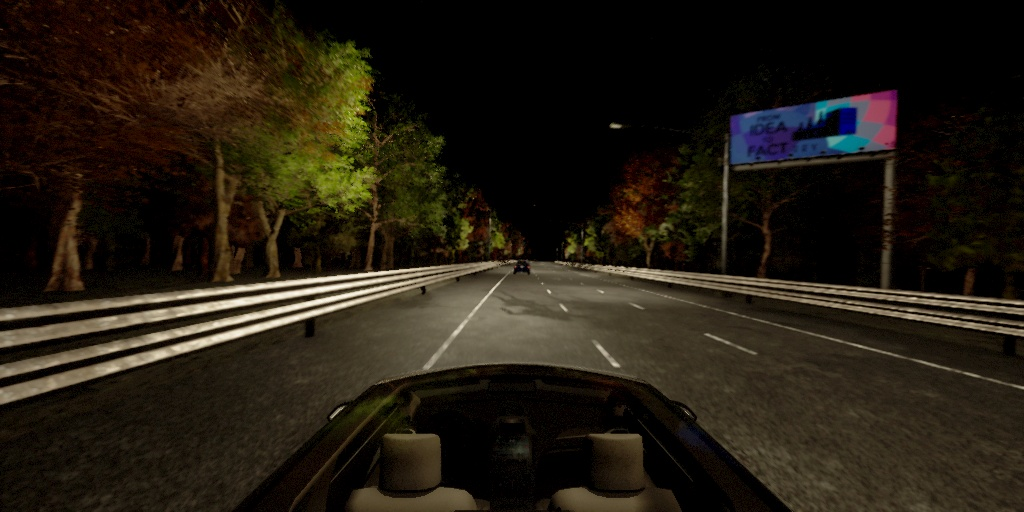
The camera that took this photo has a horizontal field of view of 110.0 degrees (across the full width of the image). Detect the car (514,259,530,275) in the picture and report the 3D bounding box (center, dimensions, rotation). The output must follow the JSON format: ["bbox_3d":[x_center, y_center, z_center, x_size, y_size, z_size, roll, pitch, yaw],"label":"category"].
[{"bbox_3d":[1.344,1.445,46.952,2.097,1.767,4.553,2,0,3],"label":"car"}]
